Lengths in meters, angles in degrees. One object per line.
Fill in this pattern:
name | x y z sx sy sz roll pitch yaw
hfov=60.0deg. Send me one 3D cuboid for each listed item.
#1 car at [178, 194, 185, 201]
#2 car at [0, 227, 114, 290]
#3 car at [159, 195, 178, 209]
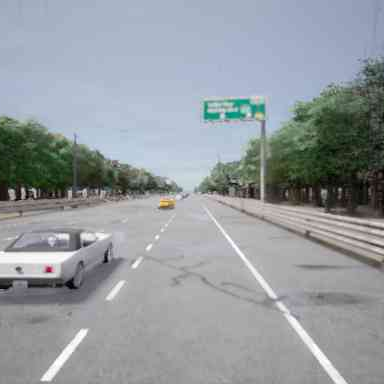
car | -3.300 1.503 85.119 1.812 1.442 4.674 0 0 0
car | -3.493 1.601 9.008 1.895 1.301 4.718 0 0 0
car | -3.405 1.462 45.904 1.882 1.535 5.008 0 0 0
